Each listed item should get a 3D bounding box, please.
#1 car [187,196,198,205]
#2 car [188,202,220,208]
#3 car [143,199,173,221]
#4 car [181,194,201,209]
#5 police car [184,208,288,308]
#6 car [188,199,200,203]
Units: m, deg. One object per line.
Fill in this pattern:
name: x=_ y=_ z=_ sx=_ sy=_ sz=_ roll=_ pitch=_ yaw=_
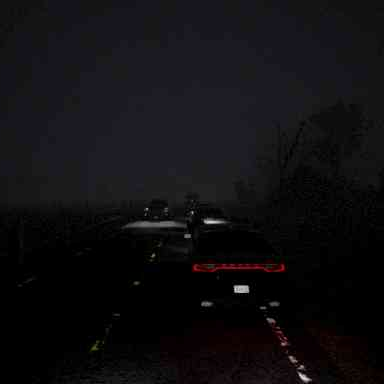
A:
car: x=0.047 y=1.534 z=60.562 sx=1.882 sy=1.535 sz=5.008 roll=0 pitch=0 yaw=0
car: x=0.839 y=1.509 z=18.055 sx=1.837 sy=1.490 sz=4.892 roll=0 pitch=0 yaw=0
car: x=-2.730 y=1.360 z=27.545 sx=2.097 sy=1.767 sz=4.553 roll=0 pitch=0 yaw=0
car: x=0.073 y=1.251 z=45.948 sx=2.150 sy=2.045 sz=5.566 roll=0 pitch=0 yaw=1
police car: x=0.832 y=1.426 z=8.165 sx=1.930 sy=1.638 sz=5.238 roll=0 pitch=0 yaw=0
car: x=0.844 y=1.511 z=24.055 sx=1.837 sy=1.490 sz=4.892 roll=0 pitch=0 yaw=0
